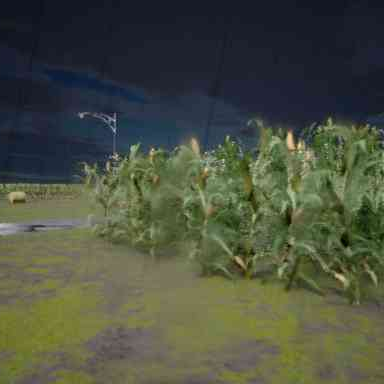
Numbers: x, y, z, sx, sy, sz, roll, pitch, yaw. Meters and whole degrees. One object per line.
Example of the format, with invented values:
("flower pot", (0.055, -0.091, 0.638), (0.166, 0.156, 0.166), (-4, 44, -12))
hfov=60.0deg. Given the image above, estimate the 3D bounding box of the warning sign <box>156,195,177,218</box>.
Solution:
("warning sign", (-2.131, 1.196, 27.845), (1.300, 1.860, 1.060), (1, 1, 34))
